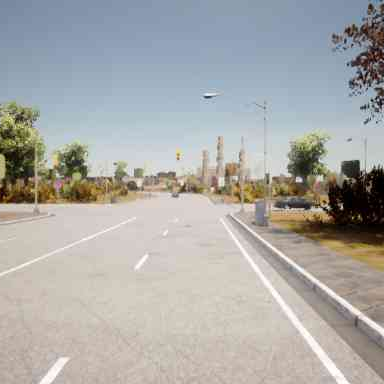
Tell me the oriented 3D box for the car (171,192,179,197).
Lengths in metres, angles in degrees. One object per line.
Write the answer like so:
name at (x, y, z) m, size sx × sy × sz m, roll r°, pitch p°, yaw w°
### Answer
car at (-4.600, 0.747, 92.411) m, size 1.882 × 1.535 × 5.008 m, roll 0°, pitch 1°, yaw 1°

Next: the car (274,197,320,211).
car at (11.597, 1.285, 36.742) m, size 4.892 × 1.490 × 1.837 m, roll 0°, pitch 0°, yaw -2°
